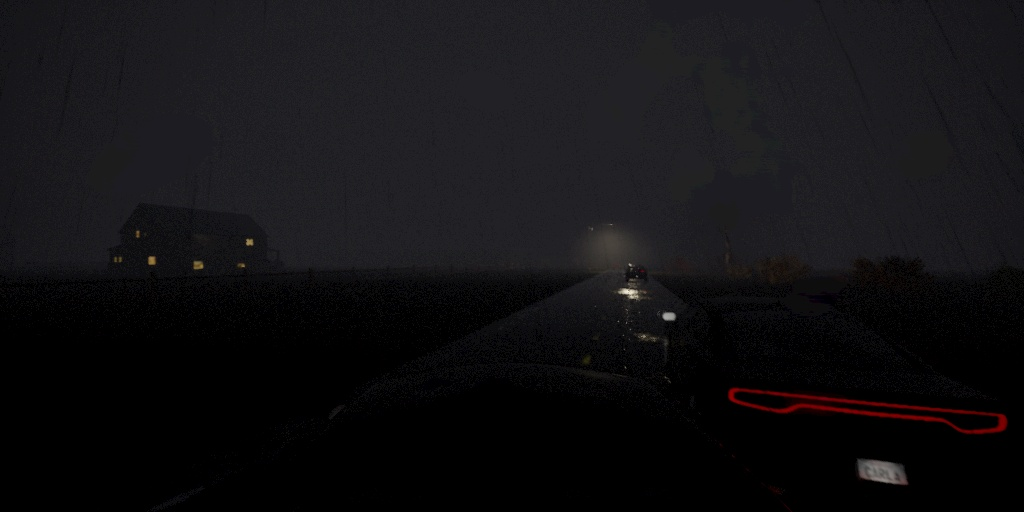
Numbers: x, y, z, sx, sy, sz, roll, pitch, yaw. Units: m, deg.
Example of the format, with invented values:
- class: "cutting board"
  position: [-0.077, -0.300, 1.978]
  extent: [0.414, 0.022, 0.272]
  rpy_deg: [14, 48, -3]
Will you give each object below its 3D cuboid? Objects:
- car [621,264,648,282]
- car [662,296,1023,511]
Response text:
- class: "car"
  position: [11.393, 1.551, 32.890]
  extent: [2.128, 1.511, 4.902]
  rpy_deg: [0, -1, 18]
- class: "car"
  position: [3.141, 1.257, 4.664]
  extent: [1.882, 1.535, 5.008]
  rpy_deg: [0, -1, 18]
